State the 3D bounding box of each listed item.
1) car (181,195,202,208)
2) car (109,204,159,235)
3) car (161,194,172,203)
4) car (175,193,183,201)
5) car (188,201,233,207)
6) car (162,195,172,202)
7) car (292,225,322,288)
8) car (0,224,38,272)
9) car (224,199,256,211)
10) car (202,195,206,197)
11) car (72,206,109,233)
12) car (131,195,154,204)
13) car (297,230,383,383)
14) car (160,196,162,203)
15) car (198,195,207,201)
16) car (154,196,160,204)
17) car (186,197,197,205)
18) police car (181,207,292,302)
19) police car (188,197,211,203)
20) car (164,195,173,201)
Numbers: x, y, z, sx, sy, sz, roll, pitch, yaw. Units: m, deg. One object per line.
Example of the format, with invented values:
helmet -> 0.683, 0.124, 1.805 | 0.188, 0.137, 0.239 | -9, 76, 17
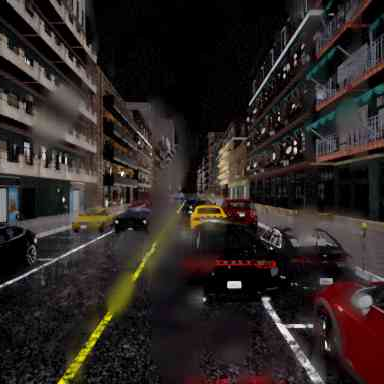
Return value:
car -> -0.060, 1.484, 45.406 | 2.128, 1.511, 4.902 | 0, 0, 0
car -> -3.132, 1.599, 19.114 | 1.895, 1.301, 4.718 | 0, 0, 0
car -> -5.805, 1.297, 70.815 | 2.192, 1.841, 5.009 | 0, 0, 0
car -> -3.126, 1.198, 82.299 | 2.150, 2.045, 5.566 | 0, 0, 0
car -> 0.870, 1.477, 18.318 | 1.882, 1.535, 5.008 | 0, 0, 0
car -> -5.815, 1.420, 76.451 | 1.967, 1.590, 4.097 | 0, 0, 0
car -> 2.678, 1.551, 8.824 | 2.008, 1.369, 4.403 | 0, 0, 0
car -> -5.704, 1.566, 8.813 | 1.947, 1.339, 4.313 | 0, 0, 0
car -> 2.660, 1.314, 20.097 | 2.192, 1.841, 5.009 | 0, 0, 0
car -> 2.574, 1.508, 70.995 | 1.752, 1.417, 4.829 | 0, 0, 0
car -> -5.722, 1.524, 19.917 | 1.752, 1.417, 4.829 | 0, 0, 0
car -> -5.750, 1.435, 36.997 | 1.967, 1.590, 4.097 | 0, 0, 0
car -> 2.687, 1.440, 3.189 | 1.967, 1.590, 4.097 | 0, 0, 0
car -> -5.769, 1.573, 48.270 | 1.802, 1.307, 4.206 | 0, 0, 0
car -> 2.556, 1.522, 82.097 | 1.887, 1.381, 4.507 | 0, 0, 0
car -> -5.758, 1.308, 42.633 | 2.192, 1.841, 5.009 | 0, 0, 0
car -> -0.098, 1.551, 58.868 | 1.994, 1.385, 4.181 | 0, 0, 0
police car -> 0.749, 1.424, 8.434 | 1.930, 1.638, 5.238 | 0, 0, 0
police car -> 0.860, 1.423, 24.428 | 1.930, 1.638, 5.238 | 0, 0, 0
car -> -5.824, 1.522, 82.088 | 1.887, 1.381, 4.507 | 0, 0, 0
